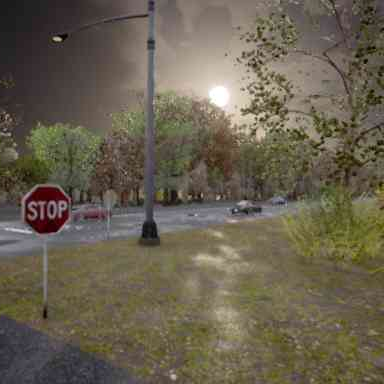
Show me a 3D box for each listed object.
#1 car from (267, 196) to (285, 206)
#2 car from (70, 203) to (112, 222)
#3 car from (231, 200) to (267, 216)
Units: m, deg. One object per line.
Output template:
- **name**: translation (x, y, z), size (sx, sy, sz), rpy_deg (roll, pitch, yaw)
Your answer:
- **car**: translation (14.442, 1.509, 57.948), size (2.097, 1.767, 4.553), rpy_deg (0, -1, 36)
- **car**: translation (-8.469, 1.604, 26.514), size (1.994, 1.385, 4.181), rpy_deg (0, 1, 36)
- **car**: translation (5.637, 1.620, 33.986), size (1.812, 1.442, 4.674), rpy_deg (0, 0, 36)
